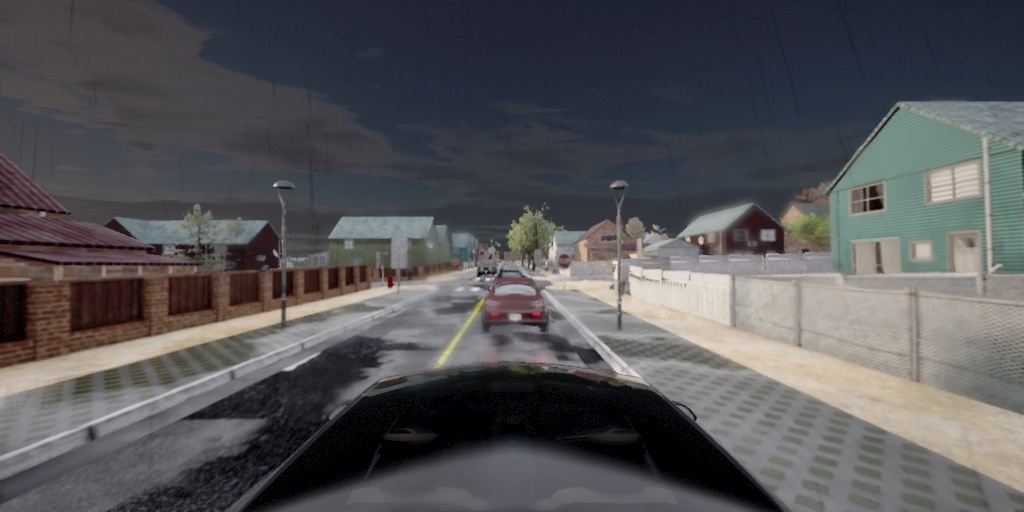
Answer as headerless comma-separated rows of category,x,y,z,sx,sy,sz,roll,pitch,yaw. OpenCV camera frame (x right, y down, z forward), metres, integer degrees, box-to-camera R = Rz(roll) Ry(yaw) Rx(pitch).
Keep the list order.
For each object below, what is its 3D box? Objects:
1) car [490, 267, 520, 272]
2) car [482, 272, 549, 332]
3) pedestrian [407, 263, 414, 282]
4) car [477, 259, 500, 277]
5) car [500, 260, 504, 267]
car,-0.112,1.520,21.054,1.994,1.385,4.181,0,-1,-3
car,0.090,1.378,11.197,1.812,1.442,4.674,0,-1,0
pedestrian,-9.699,1.551,34.184,0.375,1.860,0.375,0,0,0
car,-2.855,1.393,42.115,2.150,2.045,5.566,0,0,0
car,-2.813,1.584,60.637,2.150,2.045,5.566,0,-1,0
